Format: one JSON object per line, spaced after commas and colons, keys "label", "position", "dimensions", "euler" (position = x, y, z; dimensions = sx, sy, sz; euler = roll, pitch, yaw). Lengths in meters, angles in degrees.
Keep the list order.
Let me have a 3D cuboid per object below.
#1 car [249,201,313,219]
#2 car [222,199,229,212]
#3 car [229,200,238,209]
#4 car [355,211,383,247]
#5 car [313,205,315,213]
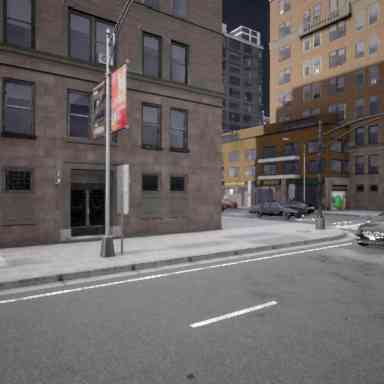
{"label": "car", "position": [7.428, 1.541, 29.170], "dimensions": [2.033, 1.411, 5.357], "euler": [0, 0, -37]}
{"label": "car", "position": [1.645, 1.592, 37.379], "dimensions": [1.895, 1.301, 4.718], "euler": [0, 0, -35]}
{"label": "car", "position": [4.181, 1.594, 43.298], "dimensions": [1.802, 1.307, 4.206], "euler": [0, 0, -35]}
{"label": "car", "position": [8.782, 1.505, 13.956], "dimensions": [4.892, 1.490, 1.837], "euler": [0, 0, -36]}
{"label": "car", "position": [10.545, 1.580, 34.298], "dimensions": [1.947, 1.339, 4.313], "euler": [0, 0, -35]}
